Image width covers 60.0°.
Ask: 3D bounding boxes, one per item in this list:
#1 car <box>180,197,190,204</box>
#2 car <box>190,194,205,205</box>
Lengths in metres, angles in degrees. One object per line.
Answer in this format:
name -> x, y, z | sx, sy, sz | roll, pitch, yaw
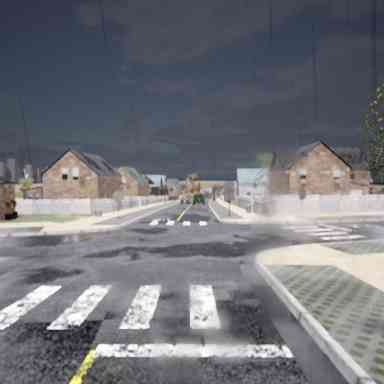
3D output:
car -> -1.271, 1.683, 66.236 | 2.128, 1.511, 4.902 | 0, 0, 3
car -> 1.304, 1.390, 61.974 | 2.150, 2.045, 5.566 | 0, 0, 3
